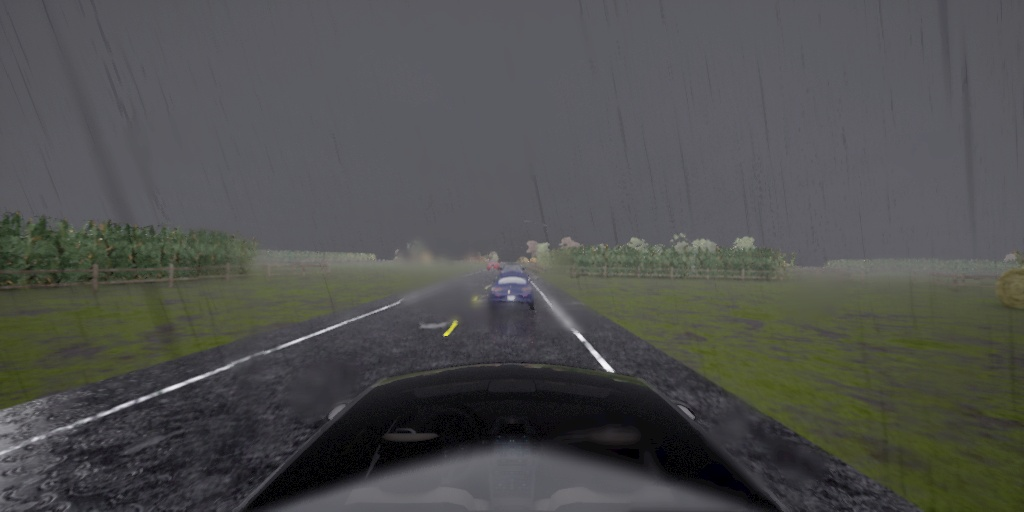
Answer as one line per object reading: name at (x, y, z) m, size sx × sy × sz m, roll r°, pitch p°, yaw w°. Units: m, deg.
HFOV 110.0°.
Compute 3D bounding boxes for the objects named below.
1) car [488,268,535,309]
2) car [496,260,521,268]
car at (0.031, 1.428, 15.748) m, size 1.812 × 1.442 × 4.674 m, roll 0°, pitch 0°, yaw 1°
car at (0.037, 1.412, 30.295) m, size 2.097 × 1.767 × 4.553 m, roll 0°, pitch -1°, yaw 0°
